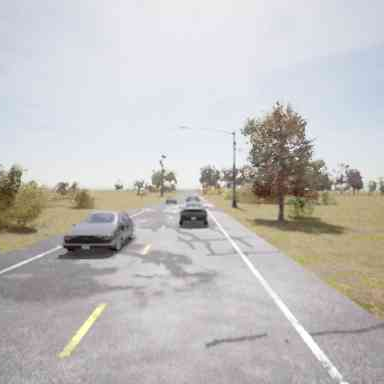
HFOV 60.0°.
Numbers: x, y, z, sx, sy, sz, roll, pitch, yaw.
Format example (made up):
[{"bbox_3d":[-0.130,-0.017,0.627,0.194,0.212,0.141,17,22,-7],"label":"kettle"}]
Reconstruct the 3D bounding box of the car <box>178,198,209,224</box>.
[{"bbox_3d":[0.105,1.405,23.420,1.837,1.490,4.892,0,0,0],"label":"car"}]

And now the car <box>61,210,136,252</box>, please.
[{"bbox_3d":[-3.597,1.488,13.933,2.033,1.411,5.357,0,0,0],"label":"car"}]

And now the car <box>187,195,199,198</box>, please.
[{"bbox_3d":[0.111,1.170,41.672,2.097,1.767,4.553,0,0,0],"label":"car"}]

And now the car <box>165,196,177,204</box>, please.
[{"bbox_3d":[-3.524,1.347,56.676,1.895,1.301,4.718,0,0,1],"label":"car"}]
